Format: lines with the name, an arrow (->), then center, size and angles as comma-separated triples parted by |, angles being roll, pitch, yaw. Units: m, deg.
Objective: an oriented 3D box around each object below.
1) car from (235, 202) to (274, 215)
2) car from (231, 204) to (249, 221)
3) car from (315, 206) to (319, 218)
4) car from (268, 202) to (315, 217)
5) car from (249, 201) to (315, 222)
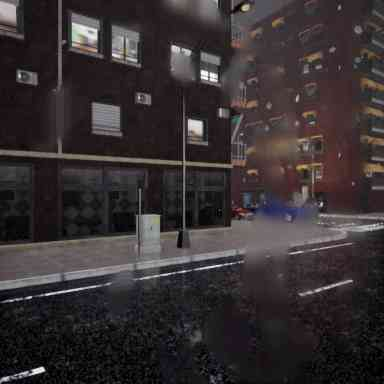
car -> 7.333, 1.918, 39.395 | 1.947, 1.339, 4.313 | -1, 0, -36
car -> 3.681, 1.861, 30.196 | 1.802, 1.307, 4.206 | -1, 0, -36
car -> 9.639, 1.603, 31.699 | 2.097, 1.767, 4.553 | 0, -1, -36
car -> 10.448, 1.827, 35.082 | 1.887, 1.381, 4.507 | -1, 0, -36
car -> 7.713, 1.714, 28.997 | 1.882, 1.535, 5.008 | 0, -1, -36
